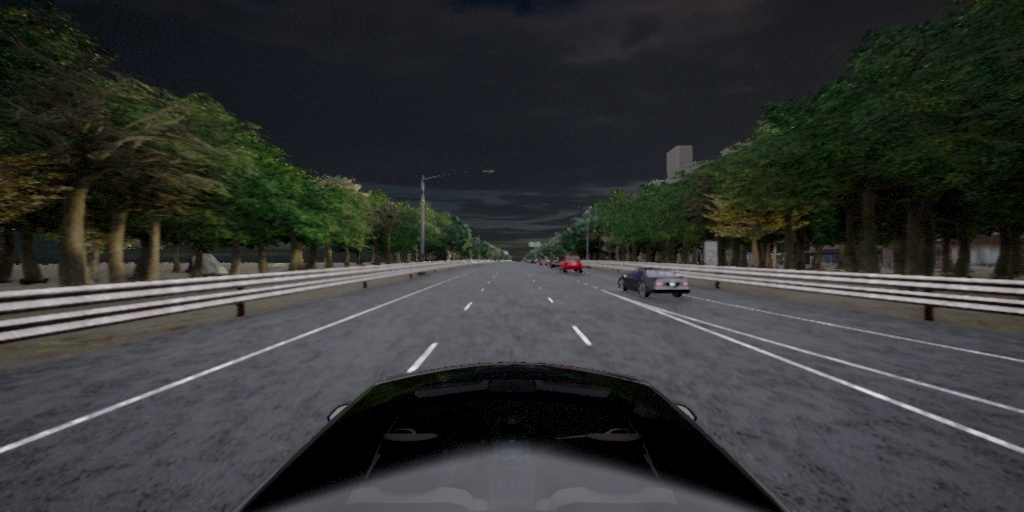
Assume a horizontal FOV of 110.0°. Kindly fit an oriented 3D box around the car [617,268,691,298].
[{"bbox_3d":[7.099,1.301,18.494,2.033,1.411,5.357,0,0,-1],"label":"car"}]

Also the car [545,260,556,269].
[{"bbox_3d":[7.083,1.331,59.549,1.837,1.490,4.892,0,0,0],"label":"car"}]

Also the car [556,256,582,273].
[{"bbox_3d":[7.029,0.978,43.292,2.150,2.045,5.566,0,0,0],"label":"car"}]
